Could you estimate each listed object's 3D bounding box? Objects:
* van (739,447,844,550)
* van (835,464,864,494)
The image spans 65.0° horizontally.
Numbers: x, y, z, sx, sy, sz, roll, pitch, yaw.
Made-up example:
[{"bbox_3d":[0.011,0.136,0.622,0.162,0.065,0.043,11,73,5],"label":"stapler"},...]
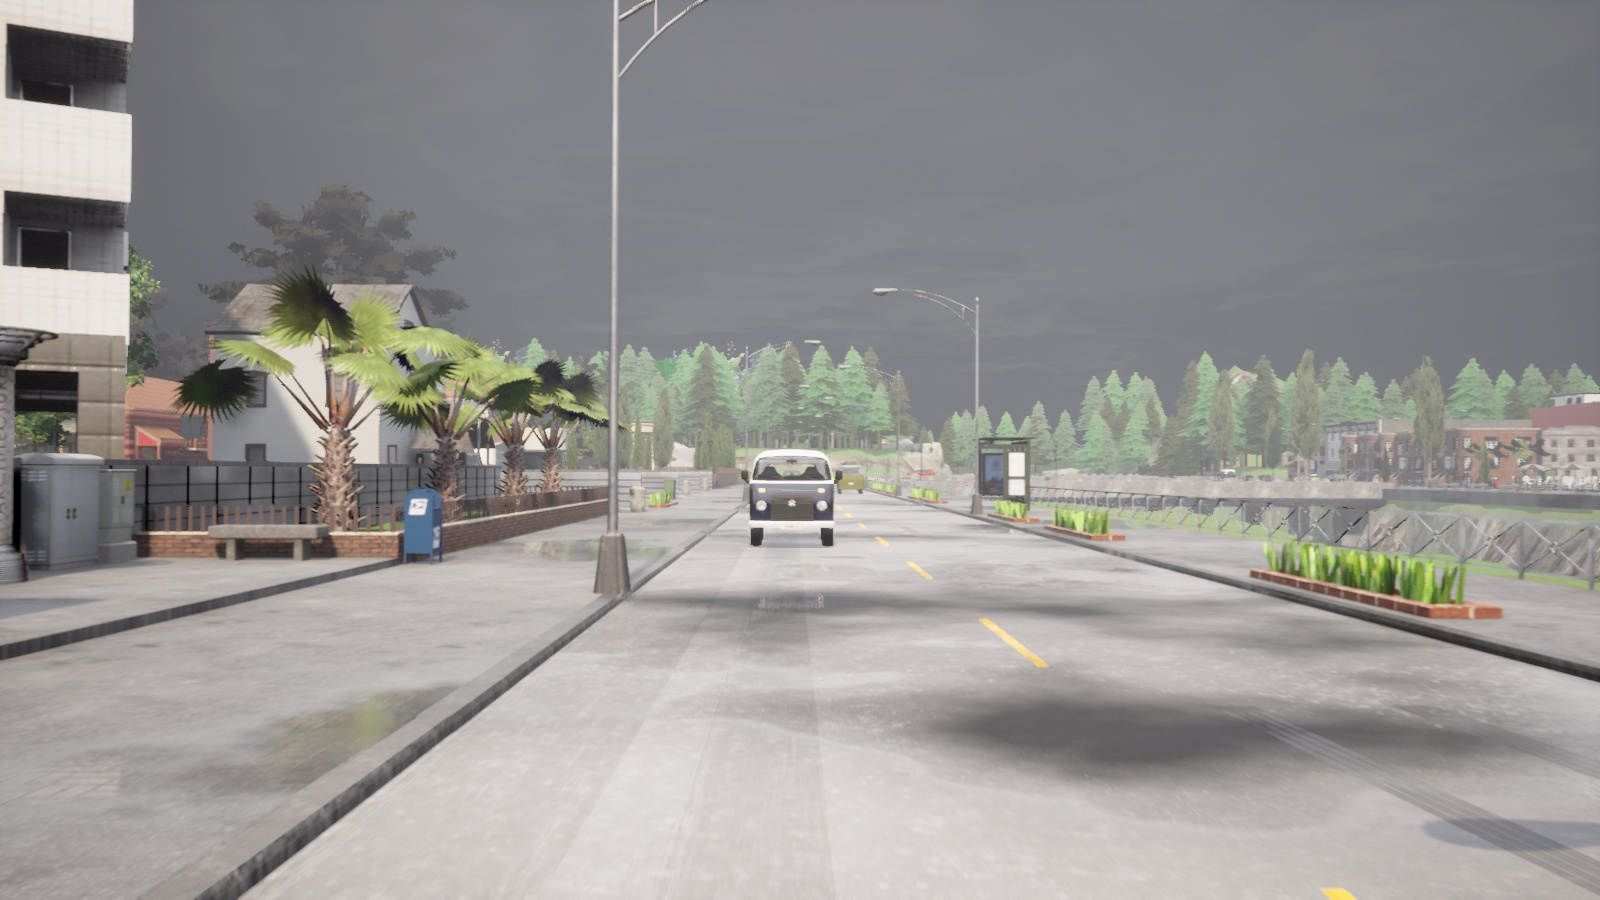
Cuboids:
[{"bbox_3d":[-0.177,0.992,27.098,2.069,2.038,4.480,0,-1,0],"label":"van"},{"bbox_3d":[3.429,2.010,87.026,1.775,1.987,4.442,0,-1,0],"label":"van"}]
